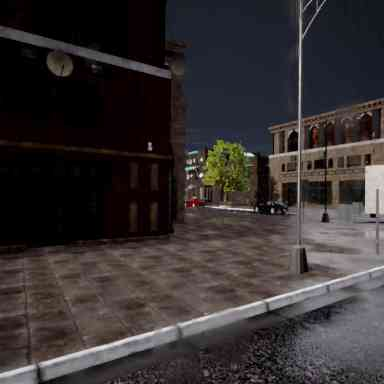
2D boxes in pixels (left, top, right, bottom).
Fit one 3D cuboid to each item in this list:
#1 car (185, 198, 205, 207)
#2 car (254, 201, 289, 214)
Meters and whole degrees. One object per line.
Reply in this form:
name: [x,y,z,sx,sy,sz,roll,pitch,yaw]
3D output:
car: [0.398,1.621,51.452,1.887,1.381,4.507,1,-1,-27]
car: [8.480,1.624,35.978,2.008,1.369,4.403,1,-1,-27]
